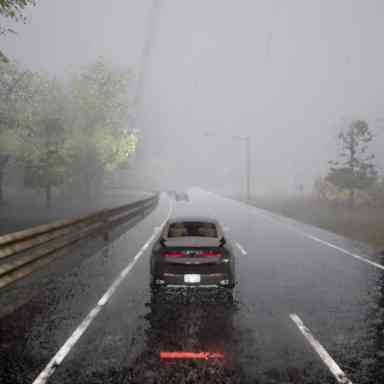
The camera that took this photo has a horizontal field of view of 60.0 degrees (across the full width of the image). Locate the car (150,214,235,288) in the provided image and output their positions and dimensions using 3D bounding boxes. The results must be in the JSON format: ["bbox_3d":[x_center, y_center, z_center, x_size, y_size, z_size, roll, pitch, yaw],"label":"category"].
[{"bbox_3d":[0.014,1.349,8.778,1.837,1.490,4.892,0,1,0],"label":"car"}]

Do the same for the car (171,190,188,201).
[{"bbox_3d":[-1.639,0.591,50.809,2.128,1.511,4.902,0,1,-6],"label":"car"}]

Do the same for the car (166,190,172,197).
[{"bbox_3d":[-4.408,0.251,71.834,1.812,1.442,4.674,0,1,-9],"label":"car"}]
